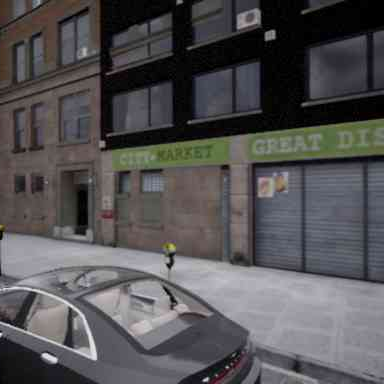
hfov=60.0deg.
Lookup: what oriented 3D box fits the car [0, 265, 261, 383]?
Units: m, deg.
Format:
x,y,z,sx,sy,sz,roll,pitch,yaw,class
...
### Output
x,y,z,sx,sy,sz,roll,pitch,yaw,class
-1.406,1.558,3.852,4.403,1.369,2.008,0,0,35,car
